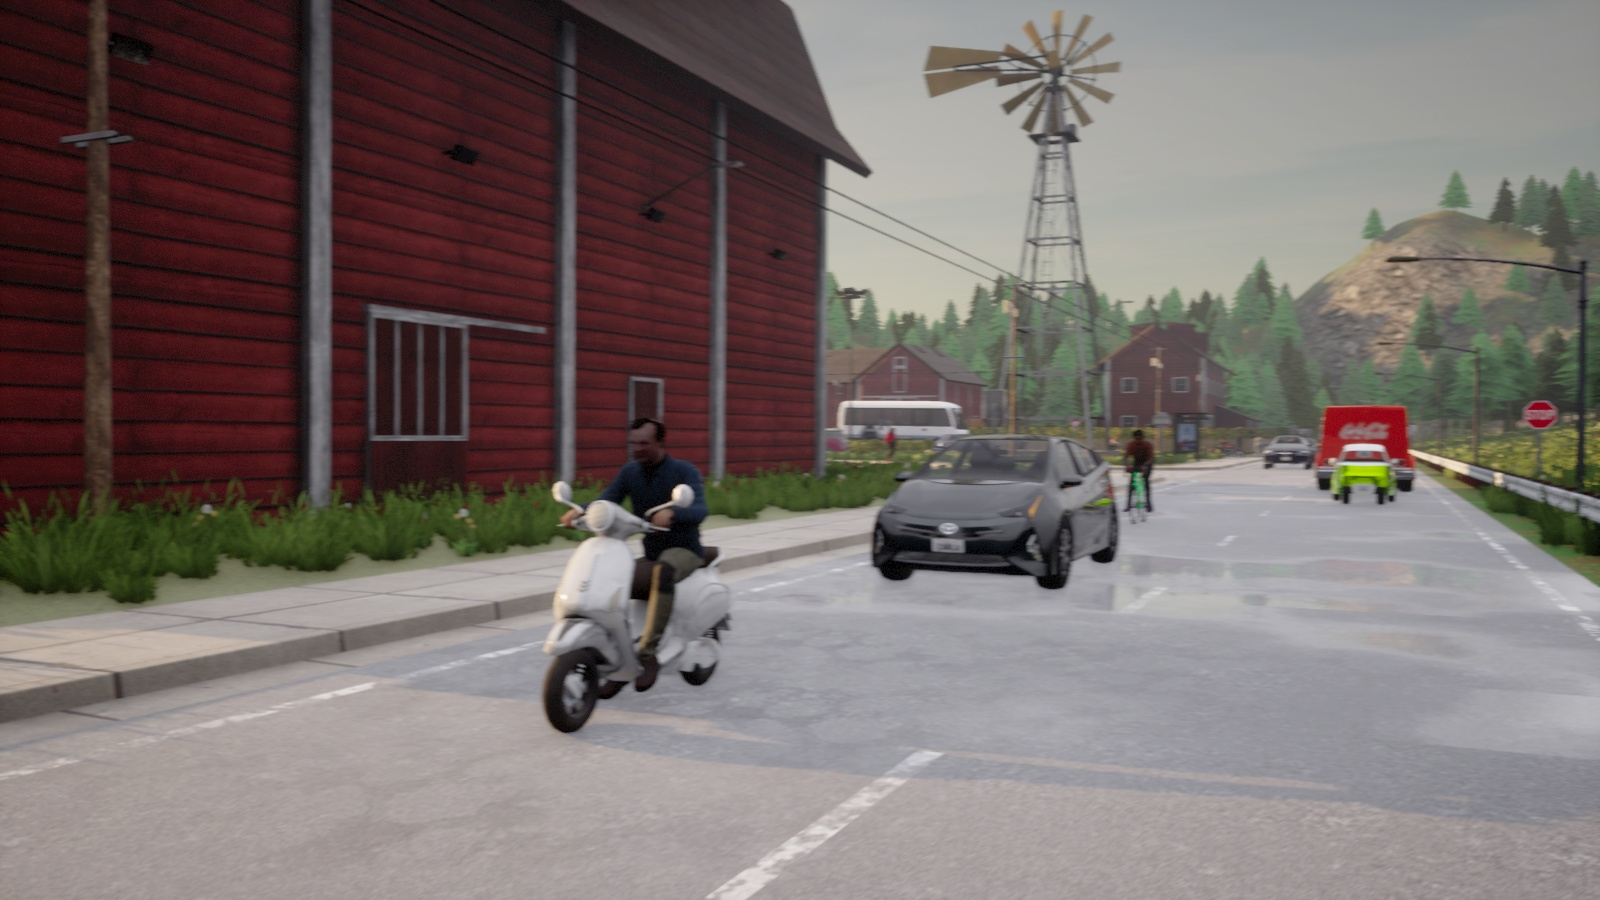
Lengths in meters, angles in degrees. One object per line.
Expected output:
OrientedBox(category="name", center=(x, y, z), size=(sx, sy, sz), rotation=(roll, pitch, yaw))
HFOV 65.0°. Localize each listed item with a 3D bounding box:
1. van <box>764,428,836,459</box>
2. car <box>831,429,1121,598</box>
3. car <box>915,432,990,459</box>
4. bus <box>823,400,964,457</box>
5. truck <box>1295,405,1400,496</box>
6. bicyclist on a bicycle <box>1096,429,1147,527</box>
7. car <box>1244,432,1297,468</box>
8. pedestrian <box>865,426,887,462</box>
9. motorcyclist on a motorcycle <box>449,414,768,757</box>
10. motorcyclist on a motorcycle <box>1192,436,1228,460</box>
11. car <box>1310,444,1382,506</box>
OrientedBox(category="van", center=(0.027, -0.456, 83.490), size=(4.442, 1.987, 1.775), rotation=(0, 1, 22))
OrientedBox(category="car", center=(2.136, 0.550, 13.875), size=(2.007, 1.525, 4.514), rotation=(1, 1, 24))
OrientedBox(category="car", center=(10.219, -0.290, 84.211), size=(4.553, 1.767, 2.097), rotation=(0, 1, -24))
OrientedBox(category="bus", center=(7.378, -1.716, 99.048), size=(10.273, 4.253, 3.944), rotation=(1, 1, 23))
OrientedBox(category="truck", center=(16.099, -0.045, 36.961), size=(2.627, 2.467, 5.204), rotation=(1, 1, 24))
OrientedBox(category="bicyclist on a bicycle", center=(5.563, 0.488, 21.680), size=(0.582, 1.620, 1.656), rotation=(1, -1, 24))
OrientedBox(category="car", center=(23.278, -0.028, 62.016), size=(2.152, 1.651, 5.027), rotation=(1, 1, 24))
OrientedBox(category="pedestrian", center=(3.927, -0.316, 64.981), size=(0.899, 1.844, 0.634), rotation=(1, 1, 43))
OrientedBox(category="motorcyclist on a motorcycle", center=(-0.960, 0.617, 6.827), size=(0.866, 1.590, 1.817), rotation=(1, 1, 24))
OrientedBox(category="motorcyclist on a motorcycle", center=(29.250, -0.134, 89.651), size=(2.350, 1.649, 0.766), rotation=(1, 1, 22))
OrientedBox(category="car", center=(12.784, 0.553, 29.422), size=(1.481, 1.376, 2.207), rotation=(1, 1, 24))
